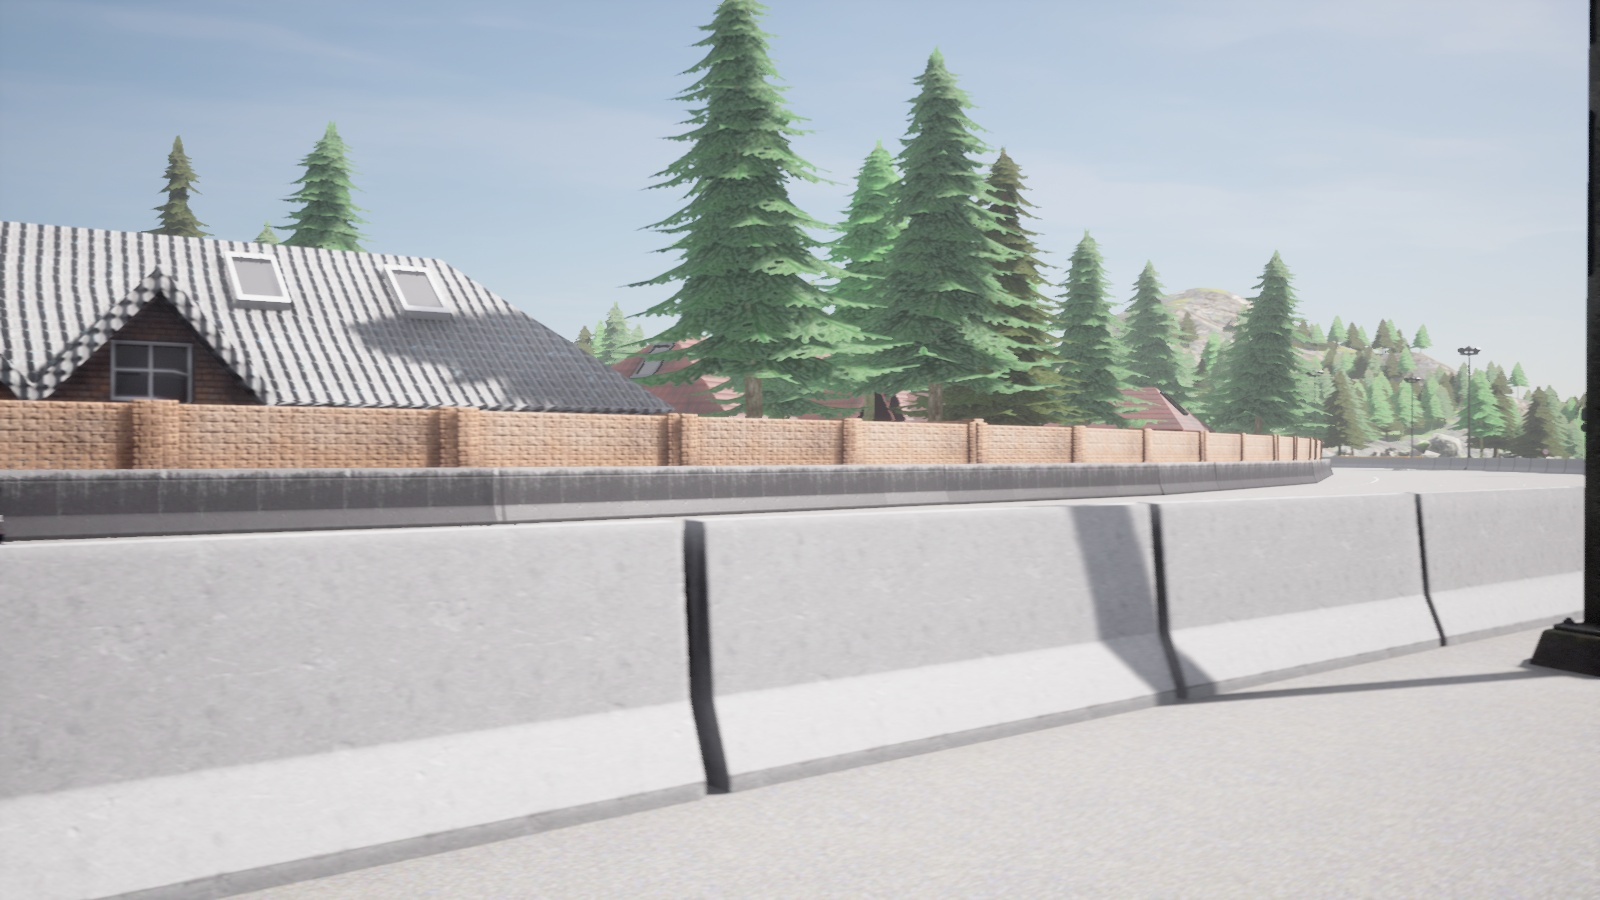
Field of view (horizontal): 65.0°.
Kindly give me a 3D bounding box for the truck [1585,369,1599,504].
[{"bbox_3d":[26.038,-0.377,38.083,2.891,3.827,8.468,0,0,38],"label":"truck"}]
